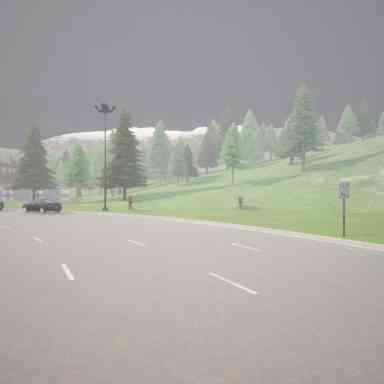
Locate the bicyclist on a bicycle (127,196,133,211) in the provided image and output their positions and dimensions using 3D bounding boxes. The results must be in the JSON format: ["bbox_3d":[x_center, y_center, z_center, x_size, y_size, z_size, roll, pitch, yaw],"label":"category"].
[{"bbox_3d":[-6.817,1.305,36.712,0.582,1.620,1.656,0,-2,-31],"label":"bicyclist on a bicycle"}]

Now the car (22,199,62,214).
[{"bbox_3d":[-16.068,1.478,35.544,5.008,1.535,1.882,0,0,32],"label":"car"}]

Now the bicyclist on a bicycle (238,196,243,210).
[{"bbox_3d":[5.593,1.313,38.401,0.582,1.620,1.656,0,-2,-1],"label":"bicyclist on a bicycle"}]

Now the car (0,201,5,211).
[{"bbox_3d":[-24.367,1.526,39.619,4.674,1.442,1.812,0,0,23],"label":"car"}]
